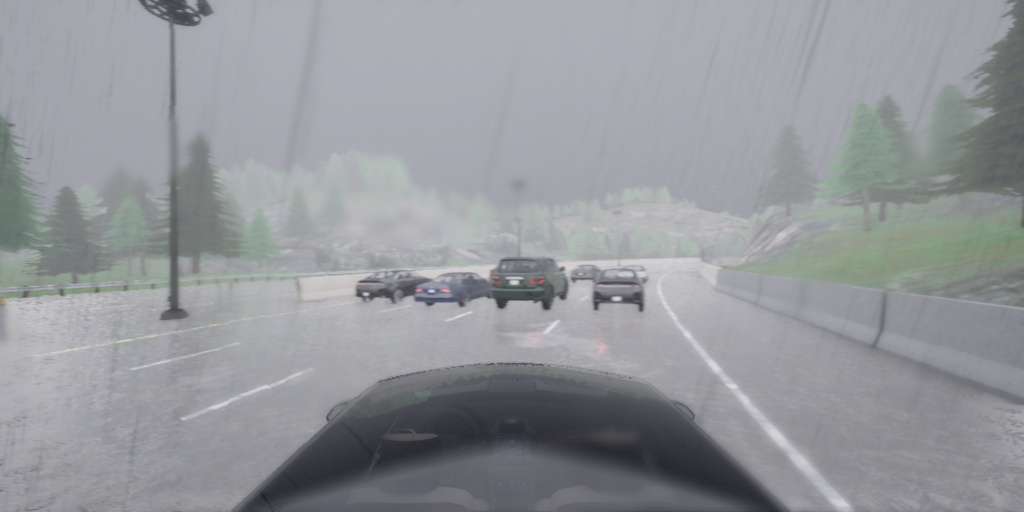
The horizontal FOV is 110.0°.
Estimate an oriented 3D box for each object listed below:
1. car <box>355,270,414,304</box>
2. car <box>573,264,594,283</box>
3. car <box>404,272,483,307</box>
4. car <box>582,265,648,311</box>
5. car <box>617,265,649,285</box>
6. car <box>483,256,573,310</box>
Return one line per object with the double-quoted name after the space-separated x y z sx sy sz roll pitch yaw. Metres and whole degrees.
-5.562 1.441 17.926 2.128 1.511 4.902 -1 0 19 "car"
6.014 1.370 28.515 2.033 1.411 5.357 -1 0 23 "car"
-2.354 1.433 16.514 2.033 1.411 5.357 -1 0 19 "car"
4.372 1.252 14.531 2.128 1.511 4.902 -1 0 19 "car"
9.280 1.360 27.243 1.895 1.301 4.718 -1 0 23 "car"
0.960 1.039 15.409 2.150 2.045 5.566 -1 0 19 "car"
